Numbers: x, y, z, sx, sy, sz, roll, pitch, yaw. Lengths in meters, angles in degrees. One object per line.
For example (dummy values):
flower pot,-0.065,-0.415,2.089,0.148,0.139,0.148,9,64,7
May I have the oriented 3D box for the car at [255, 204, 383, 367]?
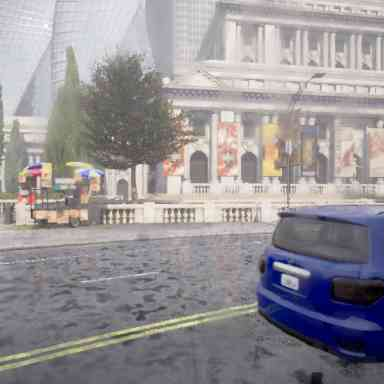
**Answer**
car,3.663,1.224,5.343,5.566,2.045,2.150,0,0,-25
